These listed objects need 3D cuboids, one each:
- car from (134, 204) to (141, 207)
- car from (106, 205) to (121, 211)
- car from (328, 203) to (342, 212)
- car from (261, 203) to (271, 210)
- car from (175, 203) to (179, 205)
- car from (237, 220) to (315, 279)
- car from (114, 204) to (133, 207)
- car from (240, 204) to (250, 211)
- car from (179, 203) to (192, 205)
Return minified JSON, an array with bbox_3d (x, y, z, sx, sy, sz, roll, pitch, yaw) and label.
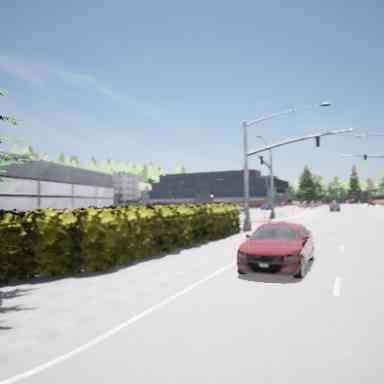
[{"bbox_3d":[-14.992,3.997,86.238,2.152,1.636,5.027,-2,-2,26],"label":"car"},{"bbox_3d":[-20.911,4.257,88.727,1.970,1.475,3.806,-2,-2,26],"label":"car"},{"bbox_3d":[25.153,2.788,58.334,1.837,1.490,4.892,-2,-2,26],"label":"car"},{"bbox_3d":[16.010,3.219,71.616,1.845,1.501,3.633,-2,-2,26],"label":"car"},{"bbox_3d":[-3.470,3.546,80.694,1.905,1.878,3.866,-2,-2,26],"label":"car"},{"bbox_3d":[3.011,1.770,11.332,1.882,1.535,5.008,-2,-2,25],"label":"car"},{"bbox_3d":[-14.453,3.528,65.897,2.007,1.523,4.514,-2,-2,26],"label":"car"},{"bbox_3d":[10.104,3.177,66.225,1.970,1.475,3.806,-2,-2,26],"label":"car"},{"bbox_3d":[-0.673,3.489,79.805,1.932,1.855,4.605,-2,-2,26],"label":"car"}]
